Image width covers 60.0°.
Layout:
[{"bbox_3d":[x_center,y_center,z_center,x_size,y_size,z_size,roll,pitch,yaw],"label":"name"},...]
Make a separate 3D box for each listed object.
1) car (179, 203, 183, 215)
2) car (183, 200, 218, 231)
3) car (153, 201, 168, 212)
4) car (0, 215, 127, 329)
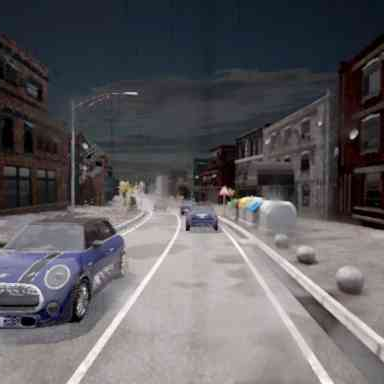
[{"bbox_3d":[-0.413,1.818,40.596,2.097,1.767,4.553,0,-1,-5],"label":"car"},{"bbox_3d":[0.601,1.603,22.952,2.097,1.767,4.553,0,-1,-1],"label":"car"},{"bbox_3d":[-4.810,2.172,50.214,1.837,1.490,4.892,0,-2,-8],"label":"car"},{"bbox_3d":[-2.873,1.373,7.229,2.097,1.767,4.553,0,-1,2],"label":"car"}]
